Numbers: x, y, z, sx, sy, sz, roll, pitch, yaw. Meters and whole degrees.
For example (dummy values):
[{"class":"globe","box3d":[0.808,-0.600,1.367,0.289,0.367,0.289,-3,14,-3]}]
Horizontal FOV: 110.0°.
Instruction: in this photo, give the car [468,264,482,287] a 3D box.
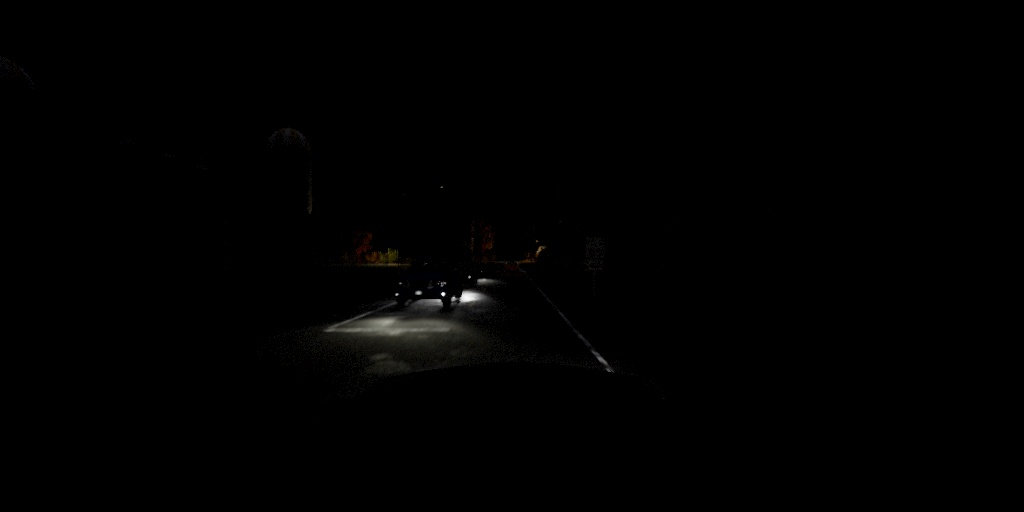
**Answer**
[{"class":"car","box3d":[-3.579,1.520,26.393,1.895,1.301,4.718,0,0,0]}]

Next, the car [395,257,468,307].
[{"class":"car","box3d":[-3.600,1.081,16.622,2.150,2.045,5.566,0,0,0]}]

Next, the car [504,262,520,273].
[{"class":"car","box3d":[0.007,1.510,48.459,1.882,1.535,5.008,0,0,0]}]

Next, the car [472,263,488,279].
[{"class":"car","box3d":[-3.511,1.485,36.804,1.837,1.490,4.892,0,0,0]}]
